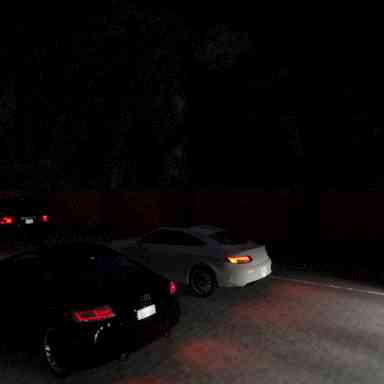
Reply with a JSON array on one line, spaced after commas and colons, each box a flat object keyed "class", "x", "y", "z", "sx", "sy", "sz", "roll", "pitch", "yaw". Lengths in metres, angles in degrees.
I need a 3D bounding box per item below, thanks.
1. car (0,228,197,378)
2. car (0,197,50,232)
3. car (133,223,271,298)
[{"class": "car", "x": -2.234, "y": 1.564, "z": 5.591, "sx": 4.181, "sy": 1.385, "sz": 1.994, "roll": 0, "pitch": 0, "yaw": 36}, {"class": "car", "x": -8.407, "y": 1.221, "z": 14.306, "sx": 5.566, "sy": 2.045, "sz": 2.150, "roll": 0, "pitch": 0, "yaw": 36}, {"class": "car", "x": -0.320, "y": 1.526, "z": 8.525, "sx": 4.674, "sy": 1.442, "sz": 1.812, "roll": 0, "pitch": 0, "yaw": 36}]
